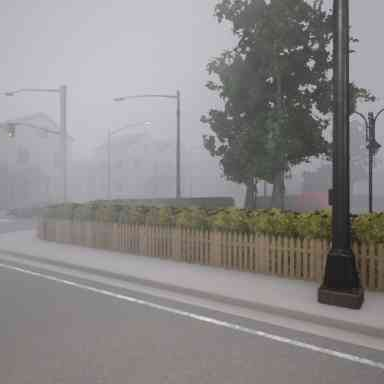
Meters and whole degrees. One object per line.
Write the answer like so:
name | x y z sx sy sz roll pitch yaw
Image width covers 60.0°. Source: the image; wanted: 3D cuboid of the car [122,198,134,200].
car | -7.317 1.491 38.004 2.128 1.511 4.902 0 0 35

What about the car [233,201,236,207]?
car | 4.909 1.564 49.111 1.994 1.385 4.181 0 0 35

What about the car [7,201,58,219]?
car | -13.259 1.547 29.458 2.033 1.411 5.357 0 0 35
